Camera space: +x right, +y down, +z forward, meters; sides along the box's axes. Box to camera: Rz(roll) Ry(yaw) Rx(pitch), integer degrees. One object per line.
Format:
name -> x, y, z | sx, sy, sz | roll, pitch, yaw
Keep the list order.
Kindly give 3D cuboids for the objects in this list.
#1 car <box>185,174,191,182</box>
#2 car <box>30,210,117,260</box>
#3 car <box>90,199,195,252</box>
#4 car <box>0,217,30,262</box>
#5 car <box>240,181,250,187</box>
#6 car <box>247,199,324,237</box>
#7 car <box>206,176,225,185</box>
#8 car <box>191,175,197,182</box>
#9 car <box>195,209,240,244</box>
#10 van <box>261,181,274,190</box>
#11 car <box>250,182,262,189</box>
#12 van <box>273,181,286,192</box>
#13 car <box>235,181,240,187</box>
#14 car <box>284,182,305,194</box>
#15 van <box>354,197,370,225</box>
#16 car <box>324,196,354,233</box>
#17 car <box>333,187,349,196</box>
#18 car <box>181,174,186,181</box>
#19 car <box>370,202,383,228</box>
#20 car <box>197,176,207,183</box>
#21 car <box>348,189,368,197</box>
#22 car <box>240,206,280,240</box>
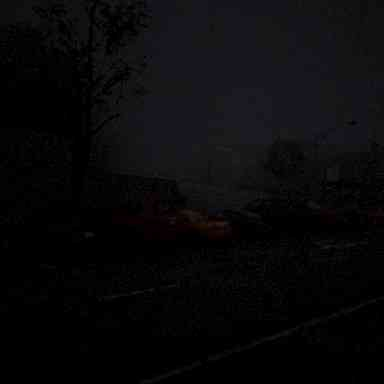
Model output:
car -> 1.000, -3.570, 90.178 | 2.185, 1.767, 4.553 | 4, 0, 34
car -> -5.416, 1.550, 12.680 | 4.792, 1.488, 2.163 | -1, -1, 35
car -> -2.964, 1.304, 14.419 | 5.566, 2.045, 2.435 | -1, -1, 35
car -> -7.841, 1.490, 10.941 | 4.892, 1.521, 2.231 | -1, -1, 35
car -> 13.153, -1.528, 72.960 | 2.002, 1.452, 4.674 | 8, 3, 35
car -> 4.406, 1.407, 19.608 | 5.566, 2.045, 2.435 | -1, -1, 35
car -> 6.345, -2.659, 82.960 | 1.946, 1.575, 5.366 | 7, 3, 34
car -> 2.720, -3.335, 87.701 | 2.185, 1.767, 4.553 | 6, 2, 34
car -> -0.640, 1.588, 16.238 | 5.366, 1.575, 1.946 | -1, -1, 35
van -> 16.541, -1.250, 67.897 | 1.878, 1.987, 4.442 | 8, 3, 35
car -> 14.975, -1.295, 70.633 | 1.946, 1.575, 5.366 | 7, 3, 35
van -> 18.260, -0.977, 65.418 | 1.878, 1.987, 4.442 | 8, 3, 35
car -> 11.420, -1.802, 75.429 | 2.002, 1.452, 4.674 | 7, 3, 35
car -> 20.008, -0.478, 63.048 | 2.231, 1.521, 4.892 | 7, 3, 35
van -> 9.468, 1.501, 22.967 | 4.442, 1.987, 1.878 | -1, -2, 35
car -> 6.924, 1.441, 21.305 | 5.566, 2.045, 2.435 | -1, -2, 35
car -> 25.191, 0.088, 55.643 | 2.435, 2.045, 5.566 | 7, 3, 35
car -> -0.762, -3.848, 92.532 | 2.435, 2.045, 5.566 | 1, -2, 35
car -> 11.881, 1.636, 24.709 | 4.553, 1.767, 2.185 | -1, -1, 35
car -> 4.506, -3.183, 85.228 | 2.435, 2.045, 5.566 | 7, 3, 34
car -> 26.869, 0.650, 53.162 | 2.002, 1.452, 4.674 | 7, 3, 35
car -> 1.971, 1.663, 17.857 | 4.674, 1.452, 2.002 | -1, -1, 35
